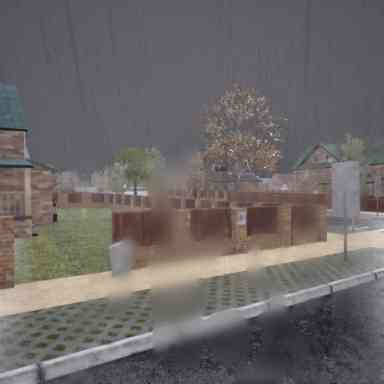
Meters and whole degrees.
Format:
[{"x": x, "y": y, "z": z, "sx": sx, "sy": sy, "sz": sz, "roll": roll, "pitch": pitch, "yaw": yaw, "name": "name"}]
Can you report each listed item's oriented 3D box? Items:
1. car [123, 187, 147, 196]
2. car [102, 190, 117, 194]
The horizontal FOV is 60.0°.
[{"x": -8.934, "y": 0.256, "z": 51.741, "sx": 2.150, "sy": 2.045, "sz": 5.566, "roll": -2, "pitch": 2, "yaw": -34, "name": "car"}, {"x": -15.269, "y": 0.319, "z": 60.955, "sx": 2.128, "sy": 1.511, "sz": 4.902, "roll": -2, "pitch": 2, "yaw": -33, "name": "car"}]
